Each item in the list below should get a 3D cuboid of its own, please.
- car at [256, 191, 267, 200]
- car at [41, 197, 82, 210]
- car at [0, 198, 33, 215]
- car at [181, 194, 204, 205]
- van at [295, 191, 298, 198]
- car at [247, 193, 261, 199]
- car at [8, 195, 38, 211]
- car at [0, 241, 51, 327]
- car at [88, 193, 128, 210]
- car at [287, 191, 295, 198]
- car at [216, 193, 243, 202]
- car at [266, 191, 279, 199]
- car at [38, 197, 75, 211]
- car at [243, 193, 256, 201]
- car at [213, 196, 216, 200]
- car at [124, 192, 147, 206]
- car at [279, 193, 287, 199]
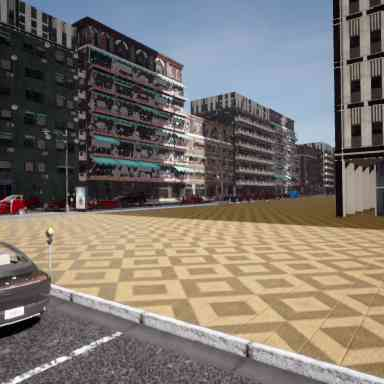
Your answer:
[{"bbox_3d":[13.169,1.046,68.194,1.802,1.307,4.206,-1,0,36],"label":"car"},{"bbox_3d":[-16.372,1.415,41.842,1.887,1.381,4.507,-1,0,36],"label":"car"},{"bbox_3d":[-16.102,1.413,27.970,1.802,1.307,4.206,-1,0,36],"label":"car"},{"bbox_3d":[0.158,1.062,50.317,1.967,1.590,4.097,-1,0,36],"label":"car"},{"bbox_3d":[26.177,0.654,86.072,1.690,1.788,3.998,-1,0,36],"label":"van"},{"bbox_3d":[16.152,1.040,86.534,1.947,1.339,4.313,-1,0,36],"label":"car"},{"bbox_3d":[-19.627,1.228,37.372,2.192,1.841,5.009,-1,0,36],"label":"car"},{"bbox_3d":[-4.392,1.553,6.199,4.403,1.369,2.008,0,-1,36],"label":"car"},{"bbox_3d":[-9.598,1.186,36.909,1.967,1.590,4.097,-1,0,36],"label":"car"},{"bbox_3d":[22.927,0.932,81.603,1.802,1.307,4.206,-1,0,36],"label":"car"},{"bbox_3d":[6.664,1.093,59.256,2.008,1.369,4.403,-1,0,36],"label":"car"},{"bbox_3d":[16.419,0.740,72.664,2.192,1.841,5.009,-1,0,36],"label":"car"},{"bbox_3d":[-15.101,1.368,39.199,1.812,1.442,4.674,-1,0,36],"label":"car"},{"bbox_3d":[9.917,1.048,63.725,1.887,1.381,4.507,-1,0,36],"label":"car"},{"bbox_3d":[6.393,1.028,73.126,1.967,1.590,4.097,-1,0,36],"label":"car"},{"bbox_3d":[-8.954,0.985,47.643,2.150,2.045,5.566,-1,0,36],"label":"car"},{"bbox_3d":[19.674,0.938,77.133,2.008,1.369,4.403,-1,0,36],"label":"car"}]
